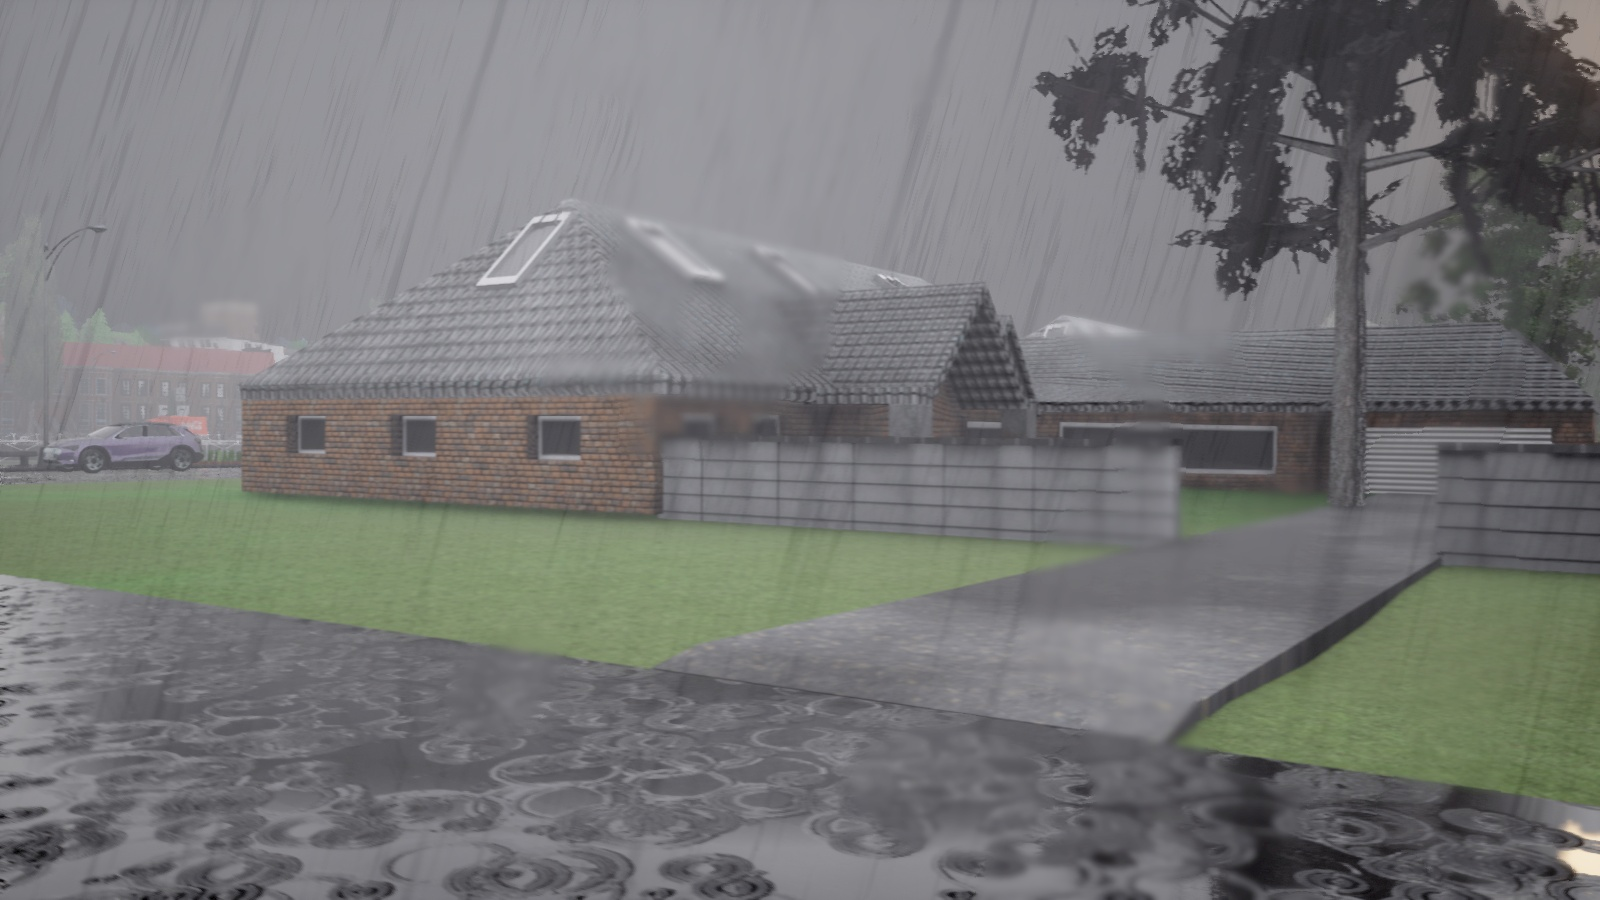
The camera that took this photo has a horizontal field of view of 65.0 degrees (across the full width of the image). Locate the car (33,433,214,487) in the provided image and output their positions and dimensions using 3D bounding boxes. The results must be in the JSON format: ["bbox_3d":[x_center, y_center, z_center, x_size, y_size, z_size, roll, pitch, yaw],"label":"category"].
[{"bbox_3d":[-22.225,0.297,41.476,2.033,1.649,4.856,0,1,34],"label":"car"}]
